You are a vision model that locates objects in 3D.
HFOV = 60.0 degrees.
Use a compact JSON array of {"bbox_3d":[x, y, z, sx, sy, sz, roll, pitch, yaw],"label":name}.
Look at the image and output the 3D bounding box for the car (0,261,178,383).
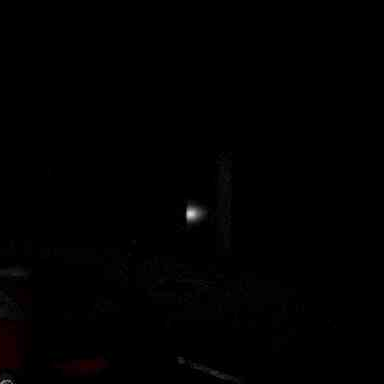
[{"bbox_3d":[-2.097,1.582,4.303,4.206,1.307,1.802,0,0,35],"label":"car"}]
